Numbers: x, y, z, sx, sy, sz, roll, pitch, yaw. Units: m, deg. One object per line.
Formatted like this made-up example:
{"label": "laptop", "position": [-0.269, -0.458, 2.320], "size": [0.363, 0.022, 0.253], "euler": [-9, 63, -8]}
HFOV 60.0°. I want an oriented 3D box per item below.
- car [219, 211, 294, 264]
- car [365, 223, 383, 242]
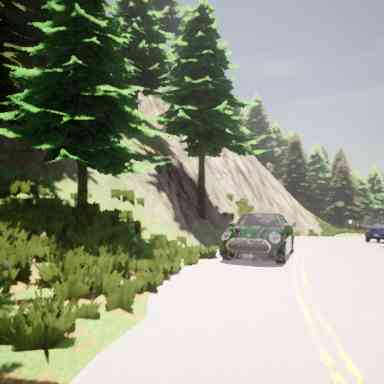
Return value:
{"label": "car", "position": [2.571, 1.530, 12.486], "size": [2.097, 1.767, 4.553], "euler": [0, -3, 22]}
{"label": "car", "position": [14.661, 3.135, 25.337], "size": [1.812, 1.442, 4.674], "euler": [-1, -6, 43]}
